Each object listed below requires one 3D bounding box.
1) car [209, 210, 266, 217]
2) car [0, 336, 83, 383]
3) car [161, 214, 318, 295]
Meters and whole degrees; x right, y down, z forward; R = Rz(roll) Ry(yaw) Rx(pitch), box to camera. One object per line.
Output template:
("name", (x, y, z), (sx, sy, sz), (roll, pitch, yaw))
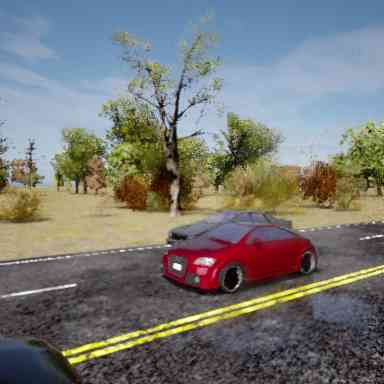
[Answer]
("car", (1.684, 1.404, 12.750), (5.357, 1.411, 2.033), (0, 1, -35))
("car", (-2.565, 1.531, 1.595), (4.181, 1.385, 1.994), (0, 1, -36))
("car", (1.310, 1.471, 8.527), (4.181, 1.385, 1.994), (0, 1, -35))
